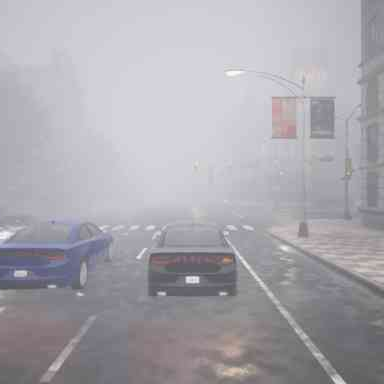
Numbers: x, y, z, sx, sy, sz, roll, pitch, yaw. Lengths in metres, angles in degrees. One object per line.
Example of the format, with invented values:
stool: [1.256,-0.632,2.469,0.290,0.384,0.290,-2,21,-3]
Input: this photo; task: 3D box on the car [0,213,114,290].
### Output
car: [-3.489,1.478,9.118,1.882,1.535,5.008,0,0,-2]

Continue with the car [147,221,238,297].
car: [0.007,1.478,8.651,1.882,1.535,5.008,0,0,0]

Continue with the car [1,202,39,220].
car: [-11.483,1.478,22.488,1.882,1.535,5.008,1,0,-22]

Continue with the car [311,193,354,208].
car: [19.583,1.221,46.347,5.566,2.045,2.150,0,0,0]
